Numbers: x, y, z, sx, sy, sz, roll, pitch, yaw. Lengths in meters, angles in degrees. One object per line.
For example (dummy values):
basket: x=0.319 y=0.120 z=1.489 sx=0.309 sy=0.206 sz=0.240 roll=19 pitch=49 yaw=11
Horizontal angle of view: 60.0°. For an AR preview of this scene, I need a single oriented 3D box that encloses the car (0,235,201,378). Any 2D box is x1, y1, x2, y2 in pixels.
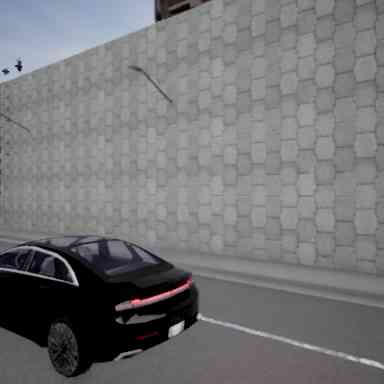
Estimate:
car: x=-2.165 y=1.489 z=5.540 sx=4.902 sy=1.511 sz=2.128 roll=0 pitch=0 yaw=36
